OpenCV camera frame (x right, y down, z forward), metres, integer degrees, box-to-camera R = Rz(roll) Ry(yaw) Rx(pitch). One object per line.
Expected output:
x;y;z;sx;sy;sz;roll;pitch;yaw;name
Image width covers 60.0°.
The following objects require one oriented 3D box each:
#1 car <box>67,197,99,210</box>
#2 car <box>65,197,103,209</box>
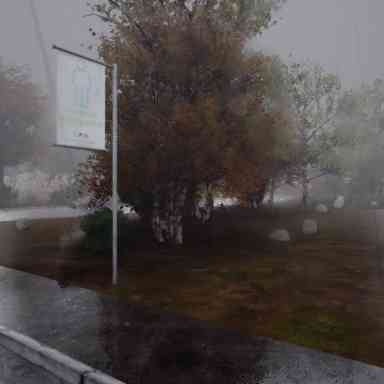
-13.661;1.545;42.931;1.994;1.385;4.181;0;0;38;car
-15.127;1.480;46.729;1.837;1.490;4.892;0;0;38;car
